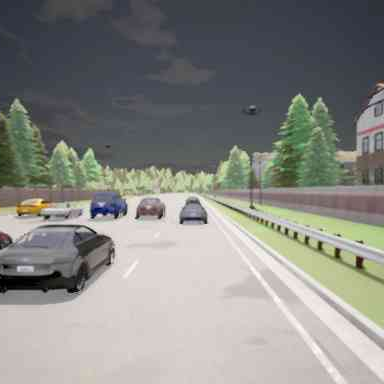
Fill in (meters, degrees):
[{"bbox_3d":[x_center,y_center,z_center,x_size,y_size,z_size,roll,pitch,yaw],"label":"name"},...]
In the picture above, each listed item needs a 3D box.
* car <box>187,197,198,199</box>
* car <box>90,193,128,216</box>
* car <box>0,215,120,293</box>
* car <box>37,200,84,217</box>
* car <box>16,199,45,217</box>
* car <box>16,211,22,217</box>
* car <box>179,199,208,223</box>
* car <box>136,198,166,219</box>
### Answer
[{"bbox_3d":[0.115,1.345,42.049,1.837,1.490,4.892,0,0,0],"label":"car"},{"bbox_3d":[-6.890,1.115,27.995,2.150,2.045,5.566,0,0,0],"label":"car"},{"bbox_3d":[-3.396,1.530,8.790,1.994,1.385,4.181,0,0,0],"label":"car"},{"bbox_3d":[-10.391,1.498,27.107,1.895,1.301,4.718,0,0,0],"label":"car"},{"bbox_3d":[-13.889,1.364,30.094,1.882,1.535,5.008,0,0,0],"label":"car"},{"bbox_3d":[-6.910,1.490,9.254,1.812,1.442,4.674,0,0,0],"label":"car"},{"bbox_3d":[0.109,1.472,24.307,1.994,1.385,4.181,0,0,0],"label":"car"},{"bbox_3d":[-3.390,1.245,28.149,2.097,1.767,4.553,0,0,0],"label":"car"}]
